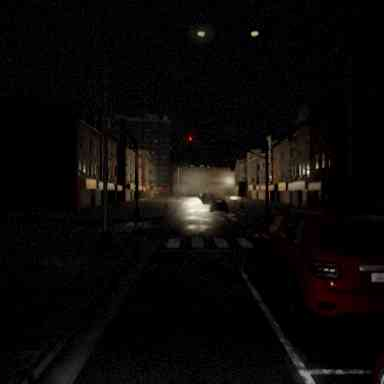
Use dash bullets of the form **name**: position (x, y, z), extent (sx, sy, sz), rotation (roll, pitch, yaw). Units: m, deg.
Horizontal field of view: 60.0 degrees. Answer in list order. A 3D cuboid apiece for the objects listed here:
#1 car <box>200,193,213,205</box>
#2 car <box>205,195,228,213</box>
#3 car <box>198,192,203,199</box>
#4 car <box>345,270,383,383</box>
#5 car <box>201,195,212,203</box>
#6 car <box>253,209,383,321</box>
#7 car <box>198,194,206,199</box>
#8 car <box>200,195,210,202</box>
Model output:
- **car**: position (2.640, 1.280, 49.805), extent (1.887, 1.381, 4.507), rotation (1, 0, 0)
- **car**: position (2.642, 1.353, 33.494), extent (1.887, 1.381, 4.507), rotation (1, 0, 0)
- **car**: position (2.642, 1.028, 55.242), extent (2.192, 1.841, 5.009), rotation (1, 0, 0)
- **car**: position (2.646, 1.571, 1.615), extent (1.802, 1.307, 4.206), rotation (1, 0, 0)
- **car**: position (2.638, 1.275, 60.680), extent (1.802, 1.307, 4.206), rotation (0, 0, 0)
- **car**: position (2.648, 1.269, 7.062), extent (2.192, 1.841, 5.009), rotation (1, 0, 0)
- **car**: position (2.635, 1.178, 87.868), extent (1.947, 1.339, 4.313), rotation (0, 0, 0)
- **car**: position (2.638, 1.256, 66.117), extent (1.802, 1.307, 4.206), rotation (0, 0, 0)
